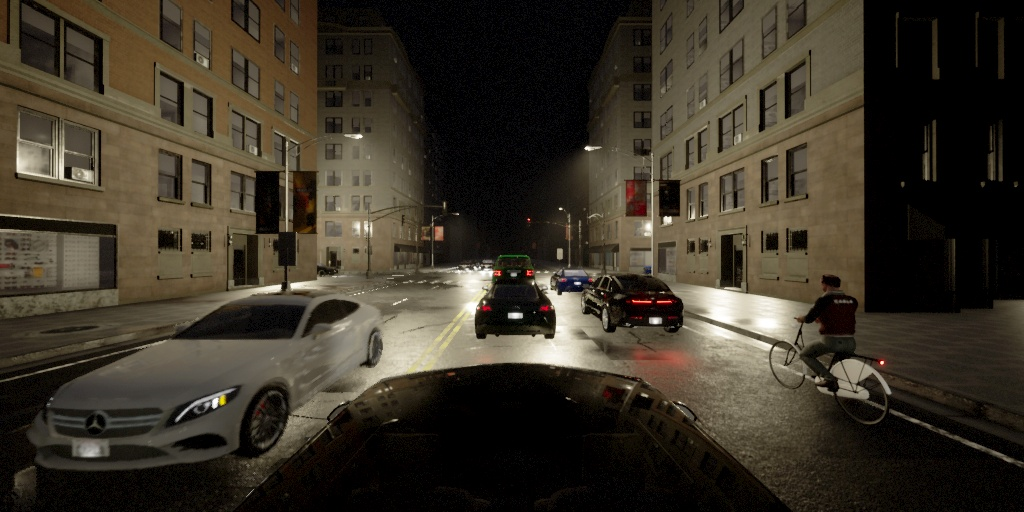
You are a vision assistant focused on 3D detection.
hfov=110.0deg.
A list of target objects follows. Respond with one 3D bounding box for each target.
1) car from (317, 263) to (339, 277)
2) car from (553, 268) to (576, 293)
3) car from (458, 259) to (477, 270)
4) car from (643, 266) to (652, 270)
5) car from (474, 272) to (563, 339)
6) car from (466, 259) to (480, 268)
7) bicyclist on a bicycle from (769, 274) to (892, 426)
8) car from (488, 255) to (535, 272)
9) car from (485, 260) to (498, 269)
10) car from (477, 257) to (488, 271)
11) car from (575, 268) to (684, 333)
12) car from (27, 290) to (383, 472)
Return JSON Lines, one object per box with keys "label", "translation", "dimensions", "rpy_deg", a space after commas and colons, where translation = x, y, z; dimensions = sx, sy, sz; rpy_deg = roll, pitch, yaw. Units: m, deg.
{"label": "car", "translation": [-19.180, 1.300, 34.801], "dimensions": [4.181, 1.385, 1.994], "rpy_deg": [0, 0, 0]}
{"label": "car", "translation": [3.230, 1.318, 19.651], "dimensions": [1.994, 1.385, 4.181], "rpy_deg": [0, 0, 0]}
{"label": "car", "translation": [-6.641, 1.294, 52.309], "dimensions": [1.812, 1.442, 4.674], "rpy_deg": [0, 0, 0]}
{"label": "car", "translation": [16.366, 1.291, 37.644], "dimensions": [5.008, 1.535, 1.882], "rpy_deg": [0, 0, 0]}
{"label": "car", "translation": [0.088, 1.315, 10.088], "dimensions": [1.994, 1.385, 4.181], "rpy_deg": [0, 0, 0]}
{"label": "car", "translation": [-6.637, 1.276, 61.319], "dimensions": [1.837, 1.490, 4.892], "rpy_deg": [0, 0, 0]}
{"label": "bicyclist on a bicycle", "translation": [4.140, 1.121, 4.860], "dimensions": [0.659, 1.776, 1.843], "rpy_deg": [0, 0, 0]}
{"label": "car", "translation": [0.081, 0.975, 19.501], "dimensions": [2.150, 2.045, 5.566], "rpy_deg": [0, 0, 0]}
{"label": "car", "translation": [-3.390, 1.372, 60.317], "dimensions": [1.895, 1.301, 4.718], "rpy_deg": [0, 0, 0]}
{"label": "car", "translation": [-3.393, 1.260, 51.053], "dimensions": [2.128, 1.511, 4.902], "rpy_deg": [0, 0, 0]}
{"label": "car", "translation": [3.337, 1.256, 10.755], "dimensions": [1.837, 1.490, 4.892], "rpy_deg": [0, 0, 0]}
{"label": "car", "translation": [-3.357, 1.276, 5.183], "dimensions": [1.812, 1.442, 4.674], "rpy_deg": [0, 0, 0]}
